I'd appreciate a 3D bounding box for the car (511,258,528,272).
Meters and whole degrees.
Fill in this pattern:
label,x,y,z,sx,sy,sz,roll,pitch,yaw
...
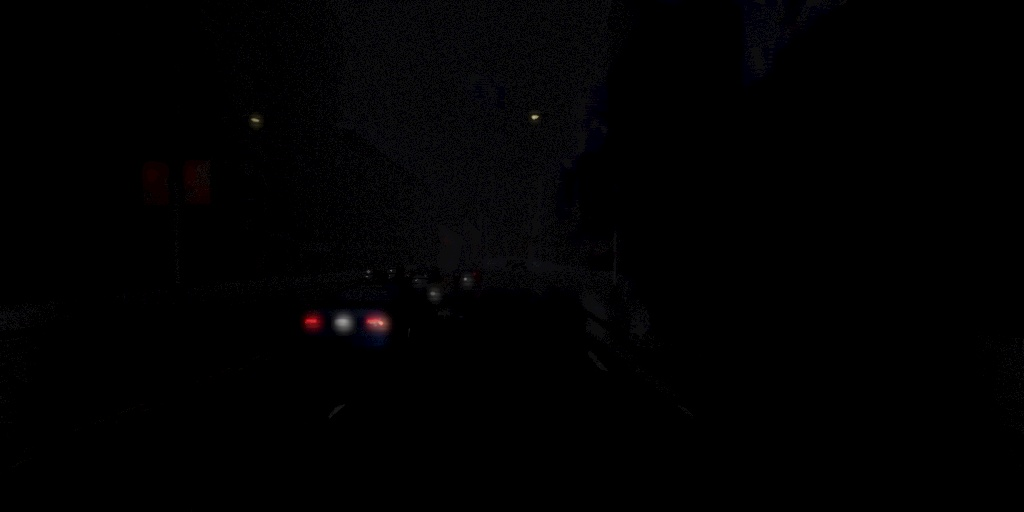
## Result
label,x,y,z,sx,sy,sz,roll,pitch,yaw
car,1.141,1.404,48.965,1.812,1.442,4.674,0,0,0

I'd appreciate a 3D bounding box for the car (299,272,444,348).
label,x,y,z,sx,sy,sz,roll,pitch,yaw
car,-3.154,1.317,9.237,2.033,1.411,5.357,0,0,0

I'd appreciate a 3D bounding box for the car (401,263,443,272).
label,x,y,z,sx,sy,sz,roll,pitch,yaw
car,-6.599,1.373,27.840,2.033,1.411,5.357,0,0,0

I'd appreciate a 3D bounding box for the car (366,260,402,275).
label,x,y,z,sx,sy,sz,roll,pitch,yaw
car,-9.844,1.179,28.605,2.097,1.767,4.553,0,0,0

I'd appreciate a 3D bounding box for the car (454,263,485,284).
label,x,y,z,sx,sy,sz,roll,pitch,yaw
car,-3.151,1.425,27.621,1.895,1.301,4.718,0,0,0
